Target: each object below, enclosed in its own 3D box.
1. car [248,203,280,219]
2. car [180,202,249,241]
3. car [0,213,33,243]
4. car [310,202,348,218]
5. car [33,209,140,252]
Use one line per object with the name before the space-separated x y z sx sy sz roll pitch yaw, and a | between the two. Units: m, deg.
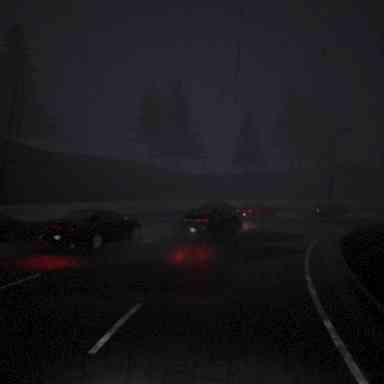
car | 6.044 1.667 30.166 1.895 1.301 4.718 0 0 44
car | 1.090 1.512 17.134 2.128 1.511 4.902 0 0 25
car | -8.317 1.496 13.159 2.033 1.411 5.357 0 0 17
car | 13.084 1.683 31.630 4.181 1.385 1.994 0 0 -38
car | -3.974 1.459 14.110 1.882 1.535 5.008 0 0 19
